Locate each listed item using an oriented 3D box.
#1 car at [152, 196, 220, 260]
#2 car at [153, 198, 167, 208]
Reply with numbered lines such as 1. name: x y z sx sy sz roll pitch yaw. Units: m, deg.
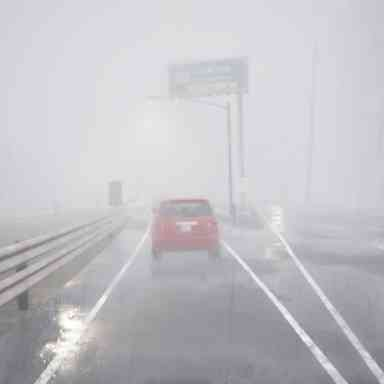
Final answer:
1. car: -0.306 1.168 12.405 2.150 2.045 5.566 -1 0 -3
2. car: -4.905 1.617 50.708 1.895 1.301 4.718 -2 0 -6
